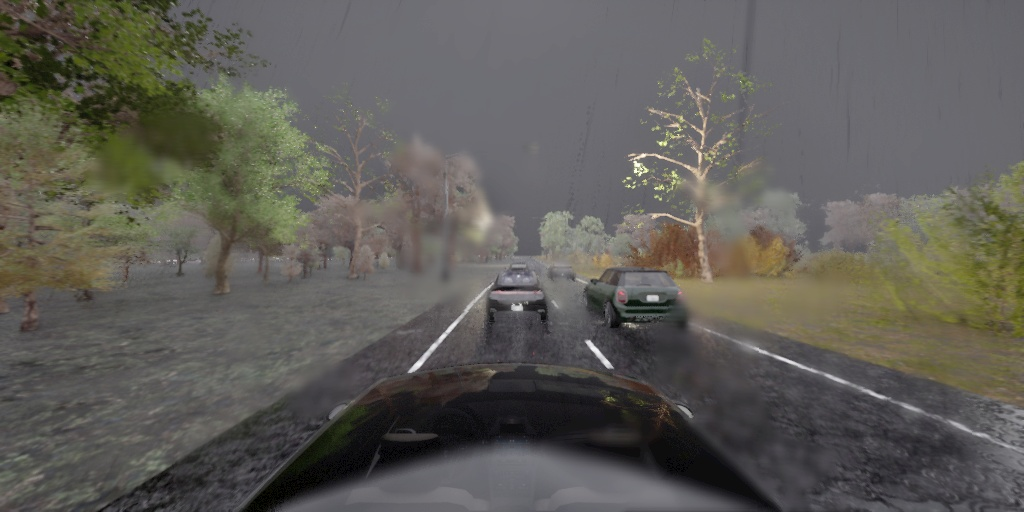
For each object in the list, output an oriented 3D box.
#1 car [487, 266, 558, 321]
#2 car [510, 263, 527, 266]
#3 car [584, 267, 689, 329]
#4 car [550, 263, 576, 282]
[{"bbox_3d":[0.192,1.264,12.511,2.128,1.511,4.902,0,0,1],"label":"car"},{"bbox_3d":[0.583,1.314,29.975,1.837,1.490,4.892,0,0,2],"label":"car"},{"bbox_3d":[3.682,1.124,11.436,2.097,1.767,4.553,0,0,1],"label":"car"},{"bbox_3d":[4.075,1.301,29.716,2.128,1.511,4.902,0,0,2],"label":"car"}]
